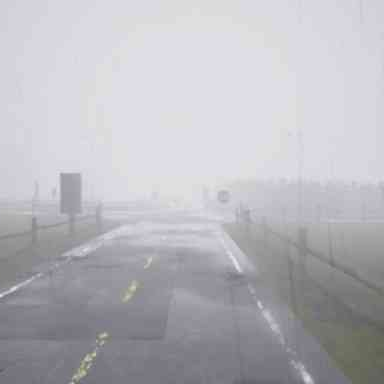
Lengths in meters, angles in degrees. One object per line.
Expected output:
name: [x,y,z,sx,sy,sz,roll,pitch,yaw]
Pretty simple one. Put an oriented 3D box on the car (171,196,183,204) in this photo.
car: [-2.752,1.517,63.123,1.812,1.442,4.674,0,1,0]
